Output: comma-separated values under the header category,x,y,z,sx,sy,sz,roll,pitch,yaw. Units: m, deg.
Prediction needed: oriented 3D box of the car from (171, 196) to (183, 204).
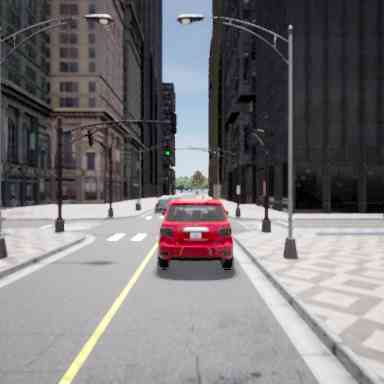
category,x,y,z,sx,sy,sz,roll,pitch,yaw
car,-3.014,1.600,67.162,2.033,1.411,5.357,0,0,0

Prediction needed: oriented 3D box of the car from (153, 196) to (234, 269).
category,x,y,z,sx,sy,sz,roll,pitch,yaw
car,0.118,1.230,11.344,2.150,2.045,5.566,0,0,0

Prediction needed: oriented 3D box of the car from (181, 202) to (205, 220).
category,x,y,z,sx,sy,sz,roll,pitch,yaw
car,0.096,1.615,28.965,1.895,1.301,4.718,0,0,0

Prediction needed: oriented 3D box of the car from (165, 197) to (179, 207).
category,x,y,z,sx,sy,sz,roll,pitch,yaw
car,-3.078,1.566,51.706,1.812,1.442,4.674,0,0,0

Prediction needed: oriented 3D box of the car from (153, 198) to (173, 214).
category,x,y,z,sx,sy,sz,roll,pitch,yaw
car,-3.105,1.528,36.962,1.837,1.490,4.892,0,1,0
